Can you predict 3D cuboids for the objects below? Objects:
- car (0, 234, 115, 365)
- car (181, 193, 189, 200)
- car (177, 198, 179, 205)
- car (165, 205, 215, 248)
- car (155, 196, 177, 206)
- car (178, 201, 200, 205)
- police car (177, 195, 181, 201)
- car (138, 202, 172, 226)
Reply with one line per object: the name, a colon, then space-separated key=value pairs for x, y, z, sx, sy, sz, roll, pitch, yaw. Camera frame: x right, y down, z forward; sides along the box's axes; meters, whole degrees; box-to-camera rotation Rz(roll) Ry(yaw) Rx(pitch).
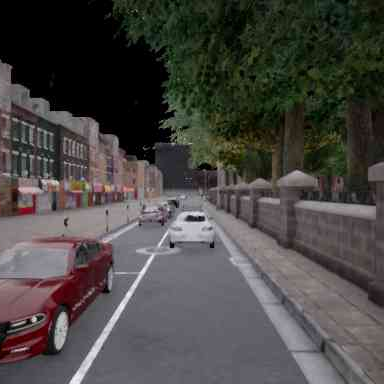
car: x=-2.639 y=1.543 z=6.062 sx=1.887 sy=1.381 sz=4.507 roll=0 pitch=0 yaw=0
car: x=-2.639 y=1.550 z=95.255 sx=1.752 sy=1.417 sz=4.829 roll=0 pitch=0 yaw=0
car: x=-2.639 y=1.582 z=34.439 sx=1.802 sy=1.307 sz=4.206 roll=0 pitch=0 yaw=0
car: x=0.000 y=1.532 z=14.650 sx=1.812 sy=1.442 sz=4.674 roll=0 pitch=0 yaw=0
car: x=-2.639 y=1.439 z=28.764 sx=1.967 sy=1.590 sz=4.097 roll=0 pitch=0 yaw=0
car: x=0.000 y=1.616 z=29.680 sx=1.895 sy=1.301 sz=4.718 roll=0 pitch=0 yaw=0
police car: x=-3.009 y=1.427 z=48.598 sx=1.930 sy=1.638 sz=5.238 roll=0 pitch=0 yaw=0
car: x=-2.639 y=1.580 z=23.088 sx=1.802 sy=1.307 sz=4.206 roll=0 pitch=0 yaw=0
